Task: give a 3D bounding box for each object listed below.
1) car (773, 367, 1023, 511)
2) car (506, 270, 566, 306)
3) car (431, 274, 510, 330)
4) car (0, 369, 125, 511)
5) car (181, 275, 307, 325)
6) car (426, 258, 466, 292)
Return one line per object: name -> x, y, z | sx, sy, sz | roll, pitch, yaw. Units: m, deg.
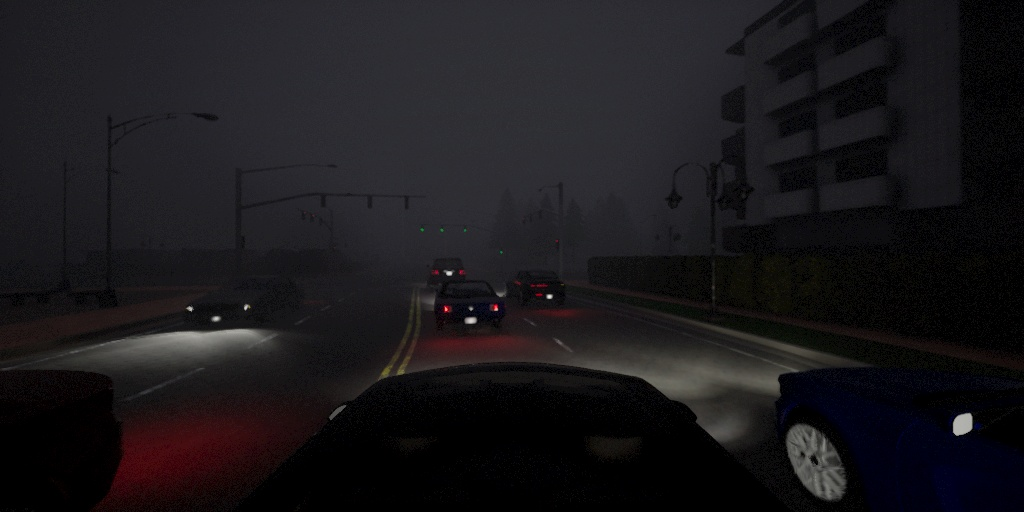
car -> 3.330, 1.214, 1.260 | 1.882, 1.535, 5.008 | 0, 0, 0
car -> 0.944, 1.351, 16.491 | 1.837, 1.490, 4.892 | 0, 0, -13
car -> -1.509, 1.416, 11.517 | 1.895, 1.301, 4.718 | 0, -1, -11
car -> -3.718, 1.232, 0.444 | 1.882, 1.535, 5.008 | 0, 0, -2
car -> -8.948, 1.400, 12.671 | 2.033, 1.411, 5.357 | 0, 0, -14
car -> -4.265, 1.128, 23.123 | 2.150, 2.045, 5.566 | 0, 0, -15
